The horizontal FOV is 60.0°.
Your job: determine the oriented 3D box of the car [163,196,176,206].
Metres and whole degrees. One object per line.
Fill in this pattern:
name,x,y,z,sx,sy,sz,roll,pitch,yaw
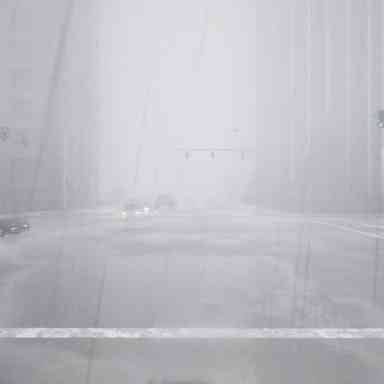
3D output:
car,-3.636,1.474,54.342,1.882,1.535,5.008,0,0,0

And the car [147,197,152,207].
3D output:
car,-7.139,1.489,50.739,2.128,1.511,4.902,0,0,0

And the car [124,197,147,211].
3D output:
car,-7.141,1.475,41.252,1.882,1.535,5.008,0,0,0

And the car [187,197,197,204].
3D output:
car,-0.067,1.597,65.539,1.895,1.301,4.718,0,0,0

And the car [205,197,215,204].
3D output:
car,3.433,1.597,65.003,1.895,1.301,4.718,0,0,0

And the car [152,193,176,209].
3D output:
car,-3.644,1.219,44.346,2.150,2.045,5.566,0,0,0

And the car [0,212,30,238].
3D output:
car,-10.822,1.506,16.814,4.892,1.490,1.837,-1,0,-1
